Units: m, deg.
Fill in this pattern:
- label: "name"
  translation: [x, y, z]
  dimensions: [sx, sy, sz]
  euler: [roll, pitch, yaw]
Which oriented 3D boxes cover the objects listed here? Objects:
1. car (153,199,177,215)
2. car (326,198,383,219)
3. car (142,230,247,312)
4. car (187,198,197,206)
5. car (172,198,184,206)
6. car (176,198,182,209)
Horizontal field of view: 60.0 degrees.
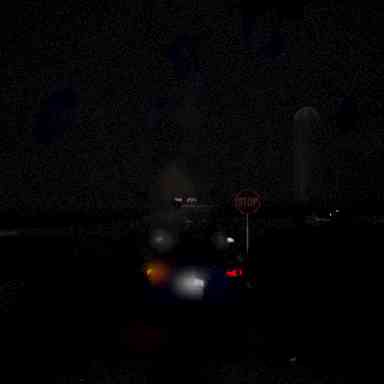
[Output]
- label: "car"
  translation: [-2.868, 1.674, 34.613]
  dimensions: [1.994, 1.385, 4.181]
  euler: [0, 0, -1]
- label: "car"
  translation: [12.545, 1.137, 23.834]
  dimensions: [5.357, 1.411, 2.033]
  euler: [-2, -1, -2]
- label: "car"
  translation: [0.072, 1.572, 7.827]
  dimensions: [1.994, 1.385, 4.181]
  euler: [0, 0, 1]
- label: "car"
  translation: [-0.028, 1.923, 68.668]
  dimensions: [2.097, 1.767, 4.553]
  euler: [0, -1, 0]
- label: "car"
  translation: [-2.786, 2.033, 66.900]
  dimensions: [2.128, 1.511, 4.902]
  euler: [0, -1, 0]
- label: "car"
  translation: [-2.859, 1.775, 46.193]
  dimensions: [2.033, 1.411, 5.357]
  euler: [0, -1, 0]
